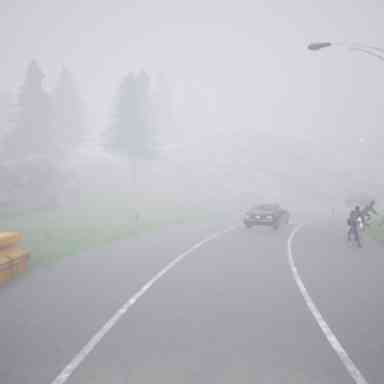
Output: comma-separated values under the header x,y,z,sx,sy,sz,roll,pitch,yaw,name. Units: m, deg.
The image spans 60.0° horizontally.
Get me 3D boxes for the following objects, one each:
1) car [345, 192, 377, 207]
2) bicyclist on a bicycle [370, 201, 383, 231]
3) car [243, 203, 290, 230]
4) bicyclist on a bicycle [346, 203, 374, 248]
x,y,z,sx,sy,sz,roll,pitch,yaw,name
20.819,0.785,40.841,4.553,1.767,2.097,-2,2,-37,car
9.670,1.315,18.062,0.582,1.620,1.656,-1,-1,-36,bicyclist on a bicycle
4.620,1.383,20.091,2.033,1.411,5.357,1,1,26,car
6.476,1.366,13.176,1.656,1.620,0.582,0,0,-41,bicyclist on a bicycle
